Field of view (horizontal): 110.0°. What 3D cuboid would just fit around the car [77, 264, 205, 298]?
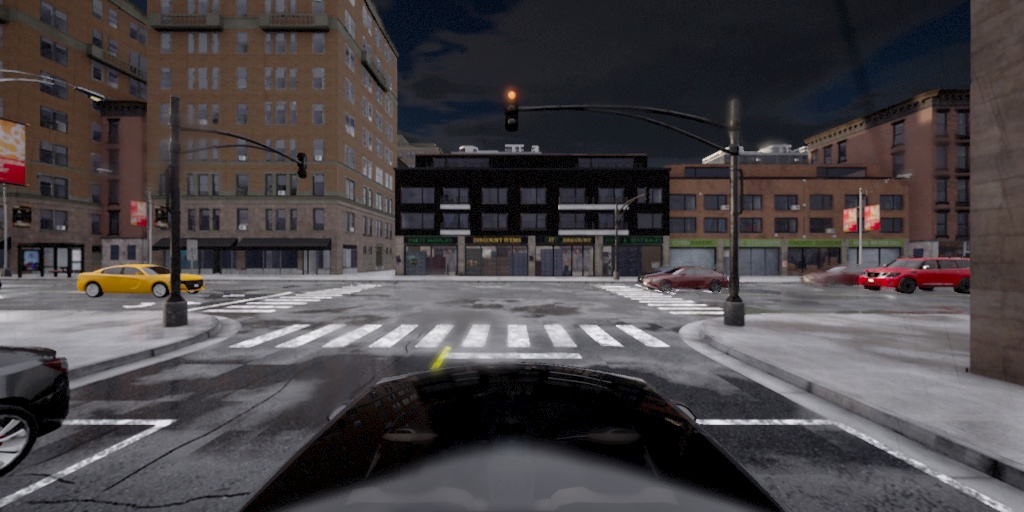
[{"bbox_3d":[-17.782,1.147,17.356,5.008,1.535,1.882,0,0,0],"label":"car"}]

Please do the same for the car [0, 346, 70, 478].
[{"bbox_3d":[-5.387,1.316,1.867,1.948,1.339,4.313,0,0,0],"label":"car"}]

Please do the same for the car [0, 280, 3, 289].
[{"bbox_3d":[-27.848,1.148,17.310,4.674,1.442,1.812,0,0,0],"label":"car"}]

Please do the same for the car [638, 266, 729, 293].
[{"bbox_3d":[10.011,1.329,20.782,4.674,1.442,1.812,0,0,-3],"label":"car"}]

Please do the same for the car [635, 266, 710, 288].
[{"bbox_3d":[10.726,1.370,24.192,4.181,1.385,1.994,0,0,0],"label":"car"}]

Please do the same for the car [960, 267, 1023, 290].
[{"bbox_3d":[33.692,1.492,24.295,4.181,1.385,1.994,0,0,0],"label":"car"}]

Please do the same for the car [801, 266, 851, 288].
[{"bbox_3d":[22.286,1.392,24.237,4.674,1.442,1.812,1,0,0],"label":"car"}]

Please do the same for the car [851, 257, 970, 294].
[{"bbox_3d":[23.780,1.098,20.990,5.566,2.045,2.150,0,0,0],"label":"car"}]
